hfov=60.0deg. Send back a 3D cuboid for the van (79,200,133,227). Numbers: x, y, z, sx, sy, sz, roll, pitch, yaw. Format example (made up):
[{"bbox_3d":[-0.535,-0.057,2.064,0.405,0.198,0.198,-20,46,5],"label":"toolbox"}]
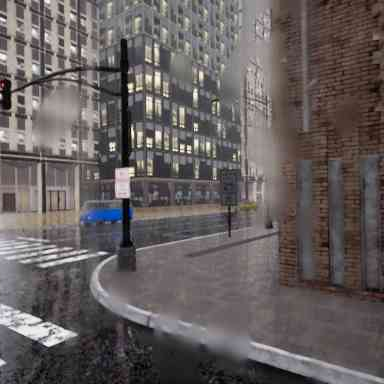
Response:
[{"bbox_3d":[-5.987,1.472,23.470,1.690,1.788,3.998,-2,-1,36],"label":"van"}]

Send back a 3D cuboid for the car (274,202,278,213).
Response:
[{"bbox_3d":[10.689,1.559,36.792,1.837,1.490,4.892,-1,-1,36],"label":"car"}]

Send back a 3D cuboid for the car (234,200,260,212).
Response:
[{"bbox_3d":[6.849,1.700,41.378,1.752,1.417,4.829,-2,-1,36],"label":"car"}]
